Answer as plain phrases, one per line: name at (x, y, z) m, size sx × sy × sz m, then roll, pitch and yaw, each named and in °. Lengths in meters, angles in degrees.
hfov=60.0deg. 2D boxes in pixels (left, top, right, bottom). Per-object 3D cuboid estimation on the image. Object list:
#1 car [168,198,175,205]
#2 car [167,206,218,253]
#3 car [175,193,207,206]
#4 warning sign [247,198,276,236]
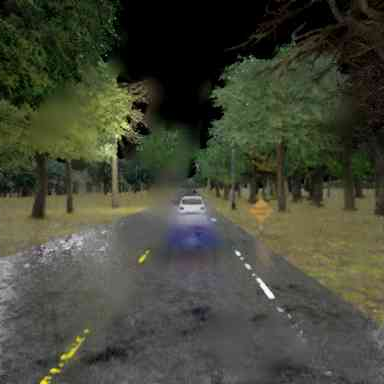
car at (-3.483, 1.797, 64.481) m, size 1.895 × 1.301 × 4.718 m, roll 0°, pitch 0°, yaw 1°
car at (0.031, 1.589, 14.230) m, size 1.882 × 1.535 × 5.008 m, roll 0°, pitch 0°, yaw 1°
car at (0.023, 1.392, 27.545) m, size 2.150 × 2.045 × 5.566 m, roll 0°, pitch 0°, yaw 0°
warning sign at (3.570, 1.244, 17.194) m, size 1.300 × 1.860 × 1.060 m, roll 1°, pitch 0°, yaw 0°
